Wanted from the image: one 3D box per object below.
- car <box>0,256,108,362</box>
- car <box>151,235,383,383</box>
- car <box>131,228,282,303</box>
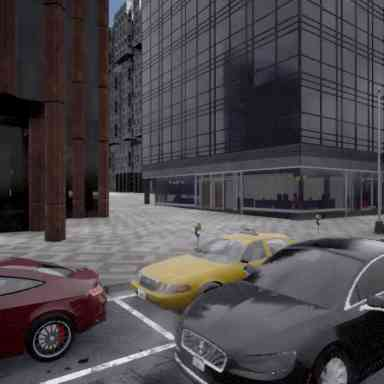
[{"bbox_3d":[-3.237,1.582,4.344,4.206,1.307,1.802,0,0,-35],"label":"car"},{"bbox_3d":[2.048,1.503,4.822,4.892,1.490,1.837,0,0,-35],"label":"car"},{"bbox_3d":[1.063,1.525,7.387,4.829,1.417,1.752,0,0,-35],"label":"car"}]
